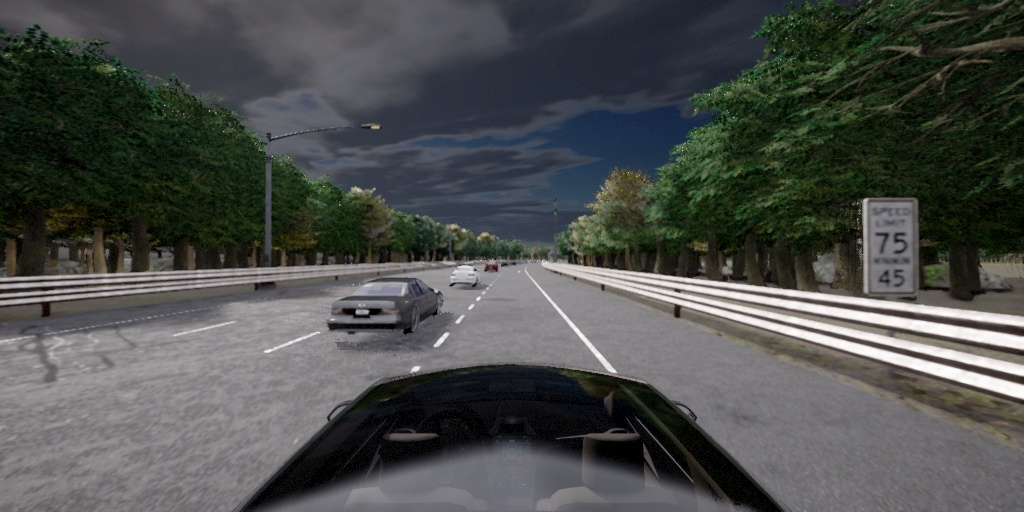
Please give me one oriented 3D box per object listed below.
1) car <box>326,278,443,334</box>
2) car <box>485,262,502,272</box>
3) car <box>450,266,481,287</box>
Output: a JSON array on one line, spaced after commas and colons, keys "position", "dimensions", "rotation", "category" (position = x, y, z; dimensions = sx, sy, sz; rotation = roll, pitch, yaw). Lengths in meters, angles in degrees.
[{"position": [-3.453, 1.363, 10.812], "dimensions": [2.033, 1.411, 5.357], "rotation": [0, 0, 0], "category": "car"}, {"position": [-3.105, 1.645, 56.300], "dimensions": [1.882, 1.535, 5.008], "rotation": [0, -1, 1], "category": "car"}, {"position": [-3.361, 1.463, 26.350], "dimensions": [1.812, 1.442, 4.674], "rotation": [0, -1, 0], "category": "car"}]
